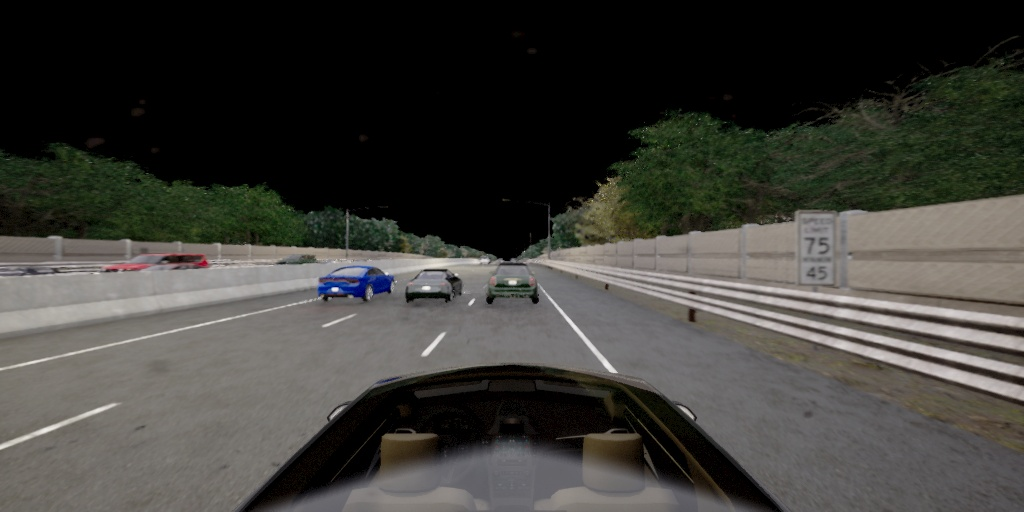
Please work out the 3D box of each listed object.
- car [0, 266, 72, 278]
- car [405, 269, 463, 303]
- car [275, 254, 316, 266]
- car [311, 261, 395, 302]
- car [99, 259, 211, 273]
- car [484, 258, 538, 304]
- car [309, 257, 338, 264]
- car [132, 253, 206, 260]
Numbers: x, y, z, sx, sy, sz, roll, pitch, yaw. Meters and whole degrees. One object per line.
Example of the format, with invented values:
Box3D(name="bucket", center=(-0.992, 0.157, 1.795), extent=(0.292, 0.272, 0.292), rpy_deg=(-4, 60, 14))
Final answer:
Box3D(name="car", center=(-24.552, 1.194, 17.740), extent=(1.895, 1.301, 4.718), rpy_deg=(0, 0, 0))
Box3D(name="car", center=(-3.465, 1.277, 16.575), extent=(1.994, 1.385, 4.181), rpy_deg=(0, 0, 0))
Box3D(name="car", center=(-24.399, 0.780, 40.877), extent=(2.150, 2.045, 5.566), rpy_deg=(0, 0, 1))
Box3D(name="car", center=(-6.965, 1.171, 16.603), extent=(1.882, 1.535, 5.008), rpy_deg=(0, 0, 0))
Box3D(name="car", center=(-17.548, 1.109, 18.361), extent=(1.882, 1.535, 5.008), rpy_deg=(0, 0, 0))
Box3D(name="car", center=(0.036, 1.084, 16.525), extent=(2.097, 1.767, 4.553), rpy_deg=(0, 0, 0))
Box3D(name="car", center=(-20.899, 1.138, 41.360), extent=(1.994, 1.385, 4.181), rpy_deg=(0, 0, 1))
Box3D(name="car", center=(-21.026, 0.832, 21.473), extent=(2.150, 2.045, 5.566), rpy_deg=(0, 0, 0))
